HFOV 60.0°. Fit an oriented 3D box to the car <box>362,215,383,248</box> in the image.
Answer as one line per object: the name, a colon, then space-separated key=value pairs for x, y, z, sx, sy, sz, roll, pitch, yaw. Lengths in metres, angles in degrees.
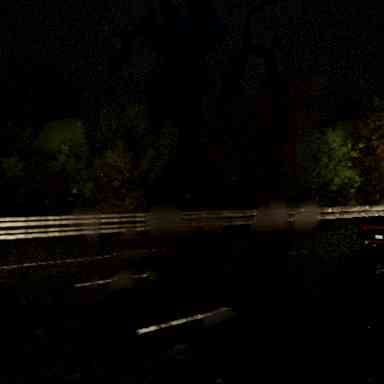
car: x=9.479 y=1.659 z=14.612 sx=5.008 sy=1.535 sz=1.882 roll=1 pitch=-1 yaw=-34
